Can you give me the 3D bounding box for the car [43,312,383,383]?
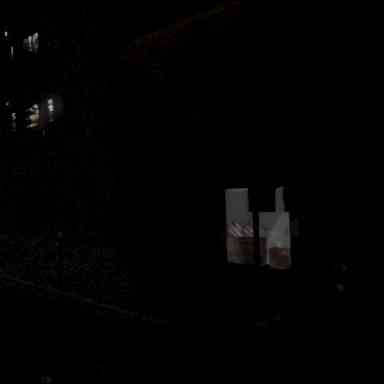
[{"bbox_3d":[0.630,1.584,2.295,4.206,1.307,1.802,0,-2,36],"label":"car"}]
